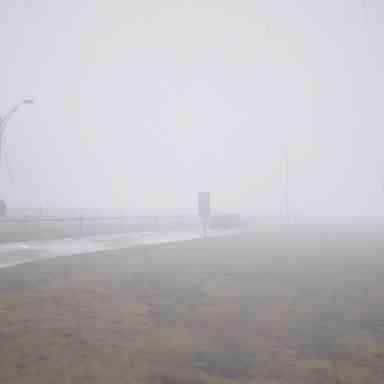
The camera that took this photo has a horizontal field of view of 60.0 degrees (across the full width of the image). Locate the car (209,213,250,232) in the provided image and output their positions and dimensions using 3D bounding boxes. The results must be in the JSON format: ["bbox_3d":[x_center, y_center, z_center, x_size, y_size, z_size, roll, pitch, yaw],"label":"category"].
[{"bbox_3d":[3.329,2.593,28.749,1.837,1.490,4.892,-2,-3,35],"label":"car"}]
